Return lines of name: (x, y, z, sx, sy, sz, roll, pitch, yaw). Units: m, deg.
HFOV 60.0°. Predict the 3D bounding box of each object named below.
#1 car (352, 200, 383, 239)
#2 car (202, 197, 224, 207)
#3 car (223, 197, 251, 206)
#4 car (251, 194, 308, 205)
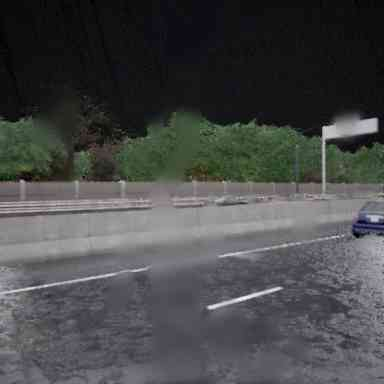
car: (9.017, 1.100, 14.512, 4.553, 1.767, 2.097, -1, 1, -36)
car: (3.096, 1.190, 32.040, 4.674, 1.442, 1.812, -1, 1, -36)
car: (5.227, 1.227, 29.260, 4.181, 1.385, 1.994, -1, 1, -36)
car: (7.273, 1.015, 26.421, 4.553, 1.767, 2.097, -1, 1, -36)
